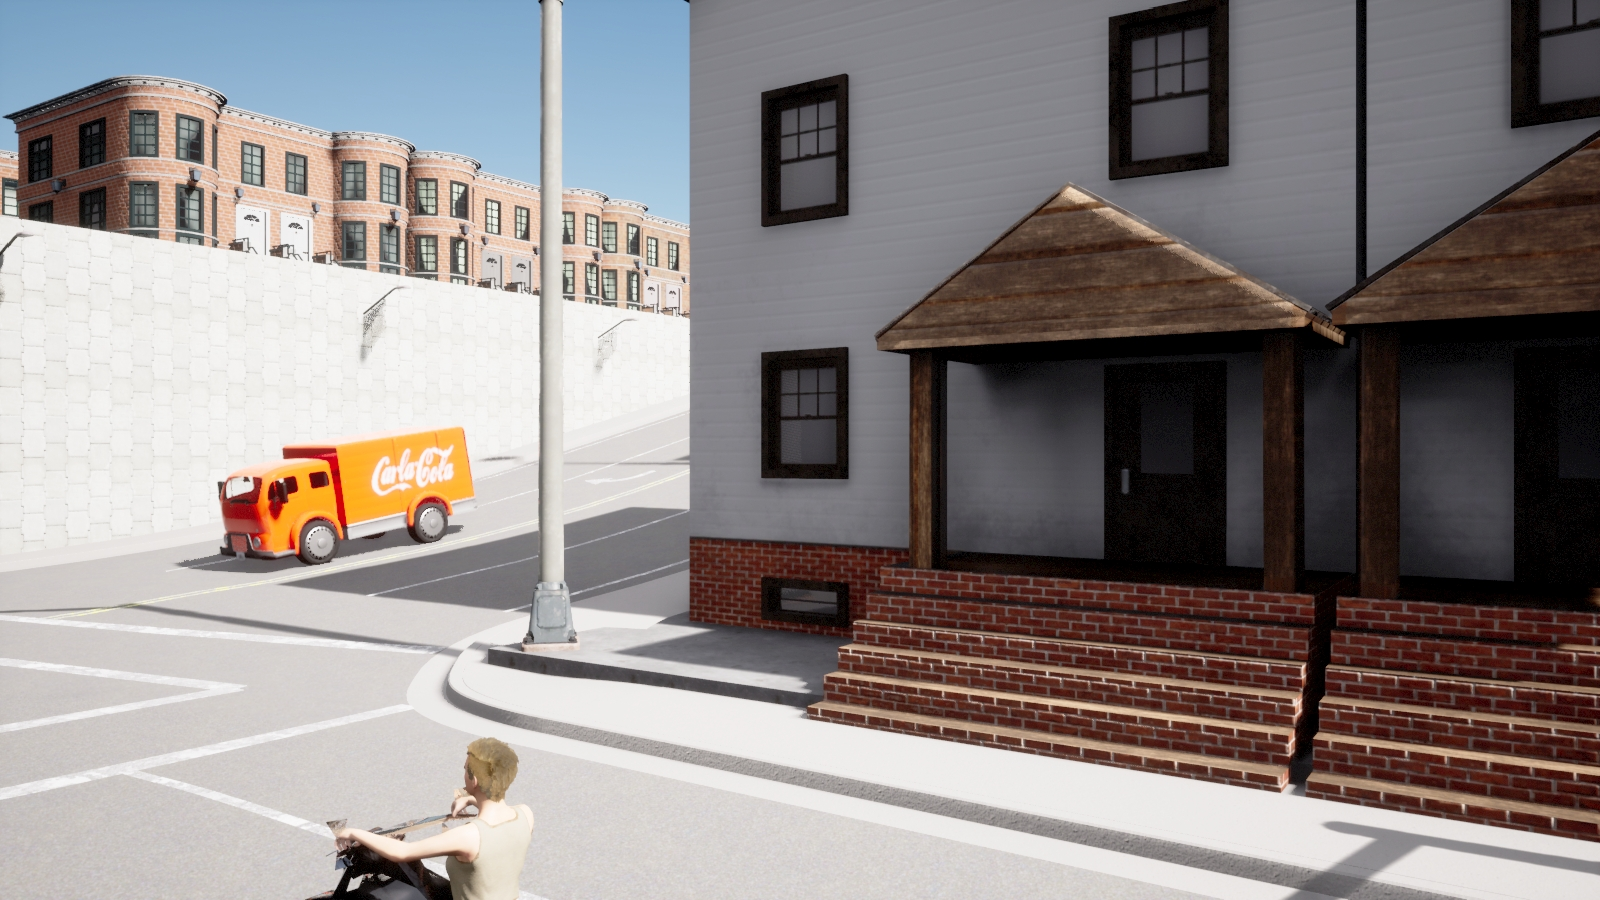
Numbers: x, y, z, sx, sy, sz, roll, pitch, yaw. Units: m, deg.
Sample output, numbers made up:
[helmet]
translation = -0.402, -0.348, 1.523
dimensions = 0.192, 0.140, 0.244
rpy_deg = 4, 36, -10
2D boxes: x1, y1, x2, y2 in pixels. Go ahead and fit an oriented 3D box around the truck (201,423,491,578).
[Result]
[truck]
translation = -9.975, 0.970, 25.596
dimensions = 2.627, 2.467, 5.204
rpy_deg = 0, 8, 35
